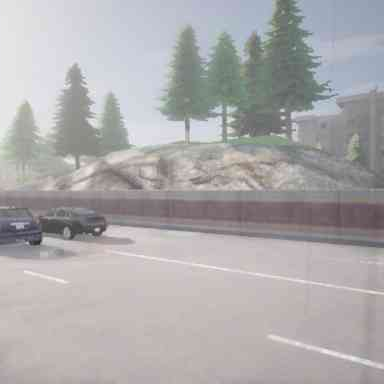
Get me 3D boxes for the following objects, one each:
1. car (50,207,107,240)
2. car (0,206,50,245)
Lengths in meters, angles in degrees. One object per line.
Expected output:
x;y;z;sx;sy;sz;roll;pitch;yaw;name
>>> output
-6.430;1.514;16.987;4.892;1.490;1.837;0;0;35;car
-8.401;1.363;14.095;4.553;1.767;2.097;0;0;35;car
